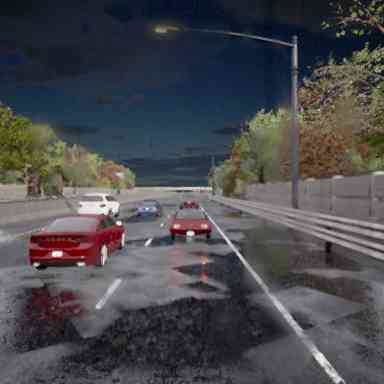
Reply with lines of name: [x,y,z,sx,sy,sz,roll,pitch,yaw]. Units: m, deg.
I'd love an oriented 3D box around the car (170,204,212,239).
car: [-0.074,1.529,16.858,1.895,1.301,4.718,0,0,-1]

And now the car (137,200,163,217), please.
car: [-3.706,1.444,29.855,2.033,1.411,5.357,0,0,-1]

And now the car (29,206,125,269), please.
car: [-3.506,1.440,11.059,1.882,1.535,5.008,0,0,-1]

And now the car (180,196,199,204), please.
car: [-0.312,1.211,39.283,2.097,1.767,4.553,0,0,-1]

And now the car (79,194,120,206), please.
car: [-7.166,1.140,26.141,2.150,2.045,5.566,0,0,-1]
